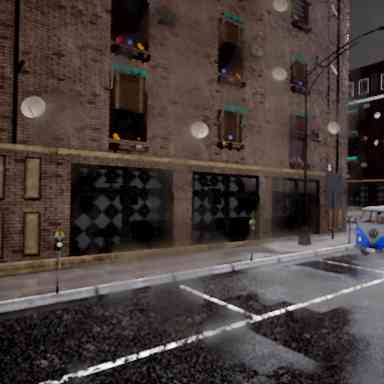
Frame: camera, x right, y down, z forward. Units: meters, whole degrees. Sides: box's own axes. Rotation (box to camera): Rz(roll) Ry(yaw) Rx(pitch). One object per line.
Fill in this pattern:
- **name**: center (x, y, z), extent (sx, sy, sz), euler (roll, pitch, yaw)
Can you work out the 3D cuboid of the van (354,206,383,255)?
- **van**: center (7.517, 1.384, 12.008), extent (3.998, 1.788, 1.690), euler (0, 1, -35)
